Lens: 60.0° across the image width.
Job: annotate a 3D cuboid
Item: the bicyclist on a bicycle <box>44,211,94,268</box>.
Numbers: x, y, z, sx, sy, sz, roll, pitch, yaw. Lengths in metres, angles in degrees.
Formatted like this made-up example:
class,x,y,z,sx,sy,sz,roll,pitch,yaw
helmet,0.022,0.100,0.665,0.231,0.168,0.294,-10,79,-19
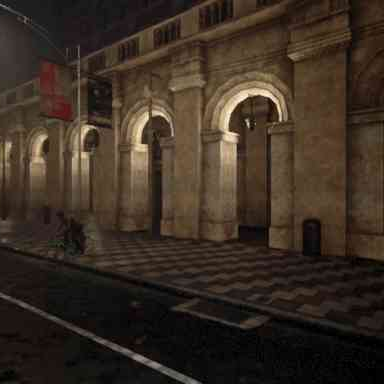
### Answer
class,x,y,z,sx,sy,sz,roll,pitch,yaw
bicyclist on a bicycle,-3.713,1.346,9.997,0.582,1.620,1.656,0,9,39
